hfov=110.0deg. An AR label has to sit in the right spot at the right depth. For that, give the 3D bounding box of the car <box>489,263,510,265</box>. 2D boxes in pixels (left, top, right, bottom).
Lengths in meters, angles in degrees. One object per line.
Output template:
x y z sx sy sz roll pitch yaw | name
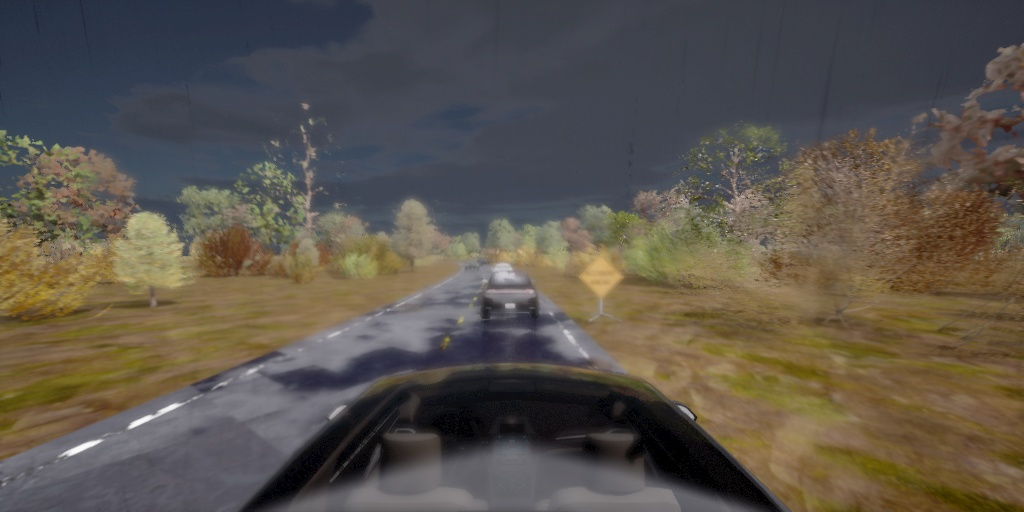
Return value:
-0.741 1.342 29.022 1.812 1.442 4.674 0 0 -3 | car

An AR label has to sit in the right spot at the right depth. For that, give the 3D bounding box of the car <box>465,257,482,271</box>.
-5.763 1.237 52.227 2.097 1.767 4.553 0 0 -6 | car

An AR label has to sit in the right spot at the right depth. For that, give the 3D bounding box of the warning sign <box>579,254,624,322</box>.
2.572 0.882 10.364 1.300 1.860 1.060 0 0 -1 | warning sign

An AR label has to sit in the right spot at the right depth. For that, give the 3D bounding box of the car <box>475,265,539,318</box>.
-0.094 1.268 13.037 2.128 1.511 4.902 0 0 -1 | car
